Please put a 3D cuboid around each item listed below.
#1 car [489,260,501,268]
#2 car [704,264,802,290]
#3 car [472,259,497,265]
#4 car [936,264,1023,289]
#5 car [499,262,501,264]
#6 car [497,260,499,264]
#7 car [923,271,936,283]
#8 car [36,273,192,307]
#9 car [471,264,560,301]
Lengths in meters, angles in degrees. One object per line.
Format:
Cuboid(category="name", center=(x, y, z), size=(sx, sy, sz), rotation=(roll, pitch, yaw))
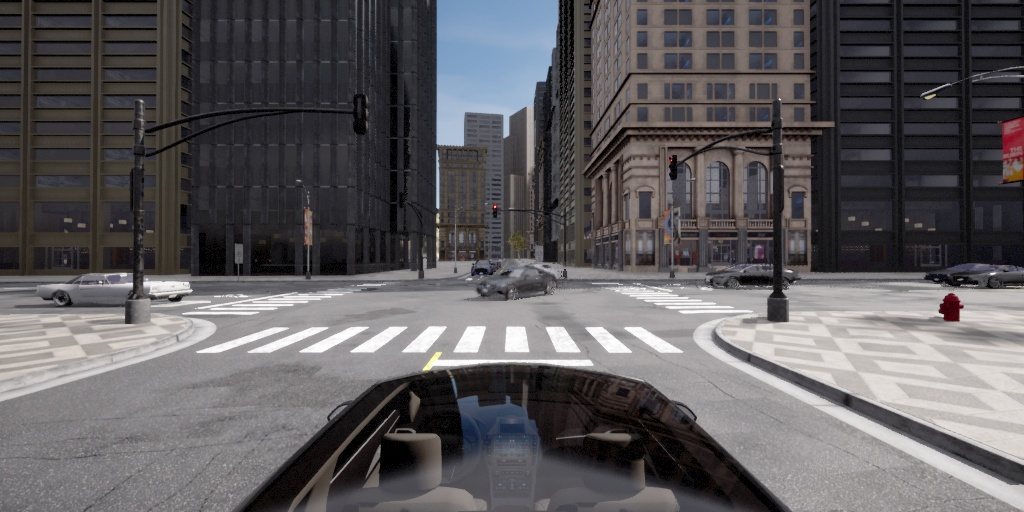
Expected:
Cuboid(category="car", center=(-3.028, 1.431, 65.384), size=(1.994, 1.385, 4.181), rotation=(0, 0, 0))
Cuboid(category="car", center=(14.316, 1.207, 21.710), size=(4.902, 1.511, 2.128), rotation=(0, 0, 0))
Cuboid(category="car", center=(-3.046, 1.146, 37.614), size=(2.097, 1.767, 4.553), rotation=(0, 0, 0))
Cuboid(category="car", center=(29.143, 1.242, 21.718), size=(4.181, 1.385, 1.994), rotation=(0, 0, 0))
Cuboid(category="car", center=(-3.052, 1.401, 55.417), size=(1.994, 1.385, 4.181), rotation=(0, 0, 0))
Cuboid(category="car", center=(-3.056, 1.378, 46.386), size=(1.994, 1.385, 4.181), rotation=(0, 0, 0))
Cuboid(category="car", center=(32.225, 1.242, 24.969), size=(5.357, 1.411, 2.033), rotation=(0, 0, 0))
Cuboid(category="car", center=(-16.375, 1.366, 14.983), size=(4.718, 1.301, 1.895), rotation=(0, 0, 0))
Cuboid(category="car", center=(0.372, 1.246, 17.276), size=(1.812, 1.442, 4.674), rotation=(-1, -1, 42))
